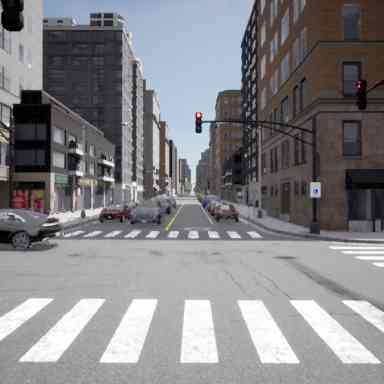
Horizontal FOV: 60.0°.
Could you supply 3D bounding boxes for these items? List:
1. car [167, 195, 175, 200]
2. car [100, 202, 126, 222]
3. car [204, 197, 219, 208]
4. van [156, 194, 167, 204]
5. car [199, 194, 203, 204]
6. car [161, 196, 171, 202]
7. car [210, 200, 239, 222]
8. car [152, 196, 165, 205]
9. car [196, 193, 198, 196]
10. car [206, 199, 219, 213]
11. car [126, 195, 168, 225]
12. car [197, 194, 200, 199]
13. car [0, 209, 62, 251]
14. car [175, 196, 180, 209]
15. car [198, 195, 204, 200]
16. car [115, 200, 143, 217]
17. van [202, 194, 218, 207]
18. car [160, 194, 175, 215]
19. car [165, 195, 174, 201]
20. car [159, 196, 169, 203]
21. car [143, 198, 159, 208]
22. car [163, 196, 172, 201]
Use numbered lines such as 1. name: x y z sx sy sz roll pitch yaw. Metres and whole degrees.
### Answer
1. car: -6.007 1.585 94.089 1.887 1.381 4.507 1 0 0
2. car: -5.893 1.551 26.015 1.887 1.381 4.507 1 0 0
3. car: 2.613 1.591 37.367 1.802 1.307 4.206 1 0 0
4. van: -5.958 1.365 65.725 1.690 1.788 3.998 1 0 0
5. car: 2.597 1.329 48.714 2.192 1.841 5.009 1 0 0
6. car: -5.979 1.582 77.071 2.008 1.369 4.403 1 0 0
7. car: 2.633 1.588 26.020 1.802 1.307 4.206 1 0 0
8. car: -5.949 1.461 60.052 1.967 1.590 4.097 1 0 0
9. car: 2.539 1.349 82.754 2.192 1.841 5.009 1 0 0
10. car: 2.623 1.589 31.694 1.802 1.307 4.206 1 0 0
11. car: -3.137 1.358 24.112 2.097 1.767 4.553 0 0 0
12. car: 2.556 1.593 71.407 1.947 1.339 4.313 1 0 0
13. car: -7.779 1.451 13.327 4.902 1.511 2.128 1 -1 0
14. car: -3.162 1.577 45.806 1.994 1.385 4.181 0 0 0
15. car: 2.519 1.565 94.271 1.752 1.417 4.829 1 0 0
16. car: -5.902 1.552 31.688 1.887 1.381 4.507 1 0 0
17. van: 2.606 1.353 43.041 1.690 1.788 3.998 1 0 0
18. car: -3.154 1.360 33.932 2.097 1.767 4.553 0 0 0
19. car: -5.998 1.603 88.417 1.947 1.339 4.313 1 0 0
20. car: -5.969 1.609 71.398 1.802 1.307 4.206 1 0 0
21. car: -5.931 1.596 48.707 1.802 1.307 4.206 1 0 0
22. car: -5.989 1.600 82.744 1.947 1.339 4.313 1 0 0
